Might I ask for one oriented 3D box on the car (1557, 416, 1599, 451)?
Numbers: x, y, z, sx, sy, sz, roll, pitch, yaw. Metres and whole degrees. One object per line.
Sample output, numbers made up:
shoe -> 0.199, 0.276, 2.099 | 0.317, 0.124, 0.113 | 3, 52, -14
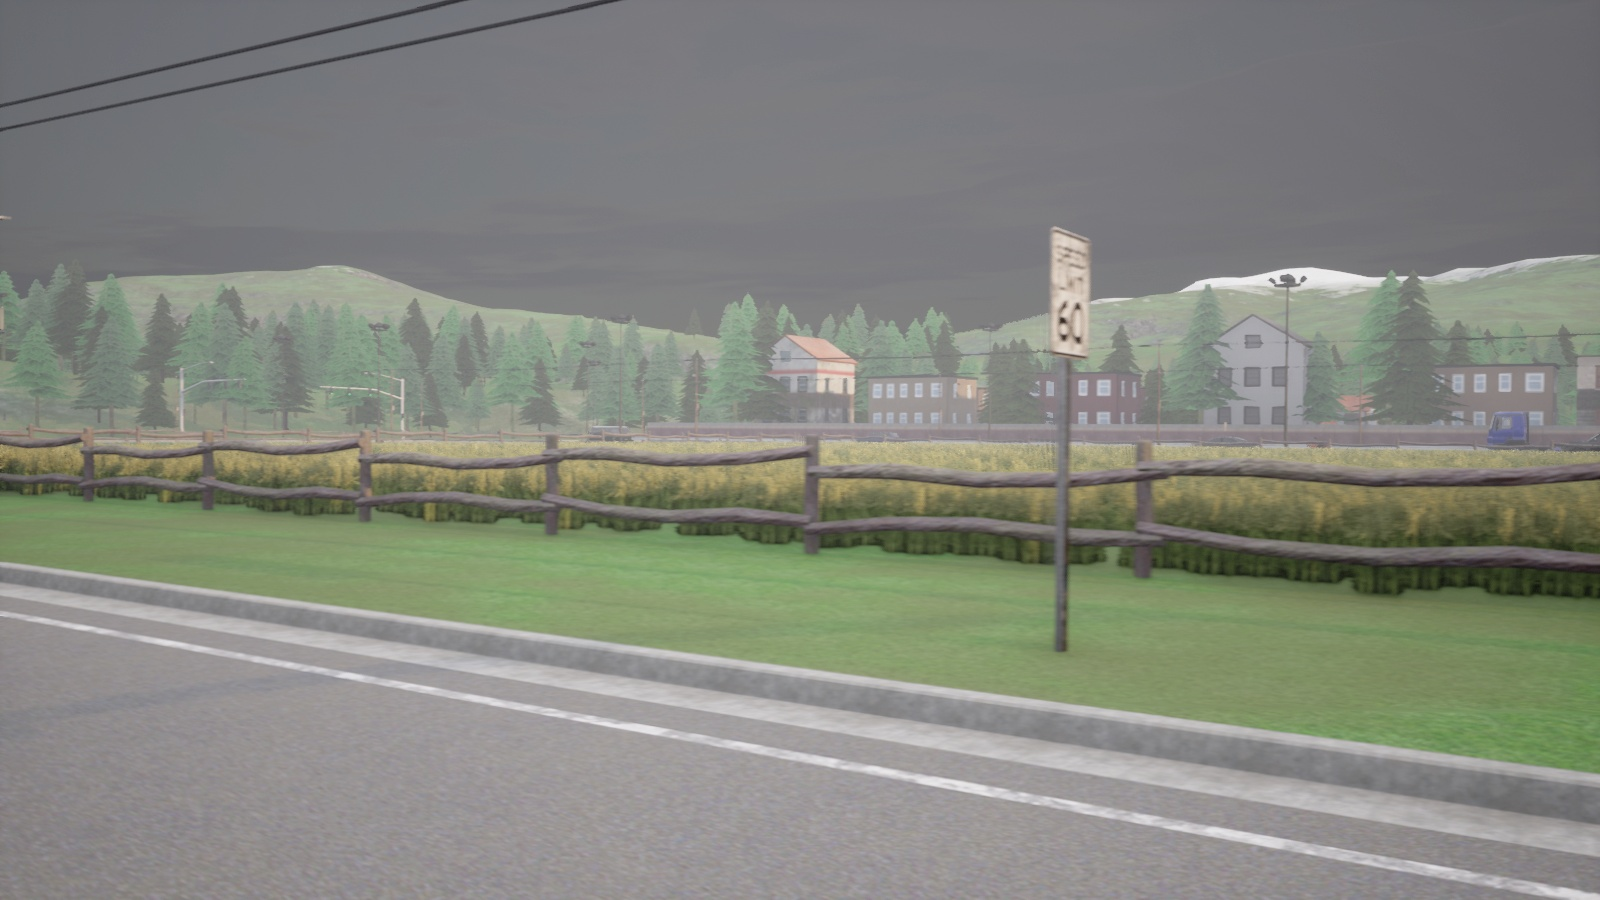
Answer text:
car -> 48.300, -1.007, 74.704 | 5.566, 2.045, 2.150 | 0, 1, 33

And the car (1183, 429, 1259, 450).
car -> 30.463, -0.772, 90.911 | 4.892, 1.490, 1.837 | 0, 1, 34
